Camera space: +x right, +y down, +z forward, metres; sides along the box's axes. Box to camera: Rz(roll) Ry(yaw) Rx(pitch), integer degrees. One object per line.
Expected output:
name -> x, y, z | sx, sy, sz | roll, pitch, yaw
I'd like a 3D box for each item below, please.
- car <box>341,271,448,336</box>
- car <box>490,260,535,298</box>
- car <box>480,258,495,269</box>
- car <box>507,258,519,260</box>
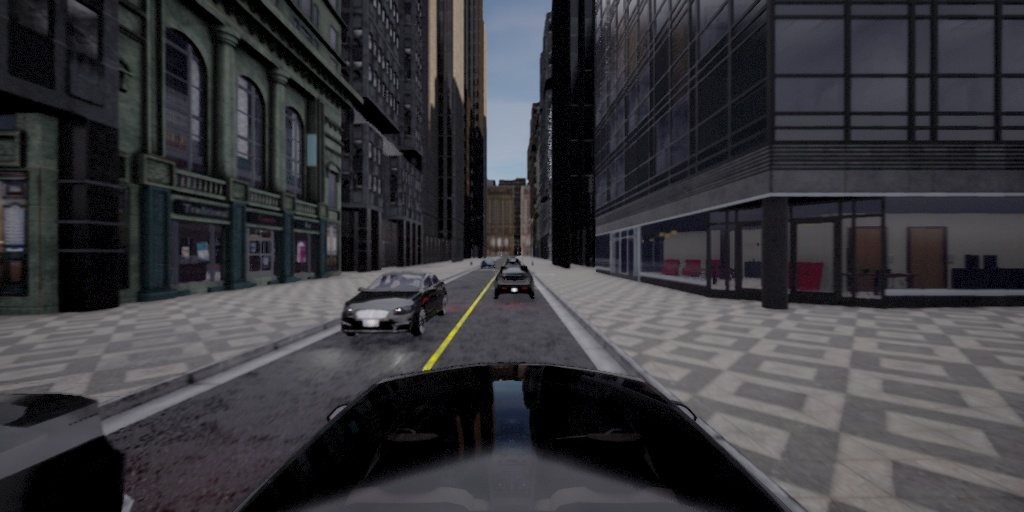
car -> -3.087, 1.198, 10.316 | 2.128, 1.511, 4.902 | 0, 0, 0
car -> 0.100, 1.167, 17.797 | 1.837, 1.490, 4.892 | 0, 1, 0
car -> -3.086, 0.959, 46.935 | 2.033, 1.411, 5.357 | 0, 1, 0
car -> 0.099, 0.967, 41.956 | 1.837, 1.490, 4.892 | 0, 1, 0
